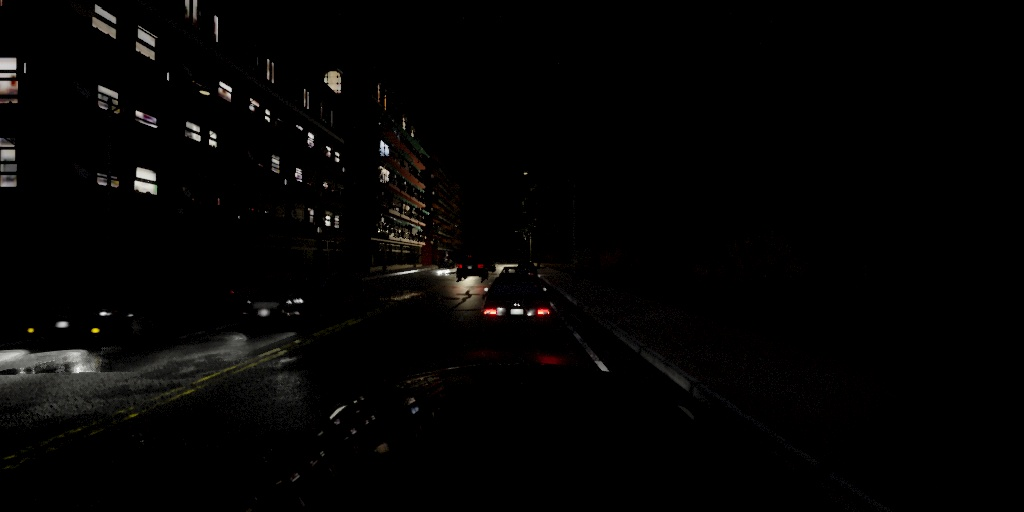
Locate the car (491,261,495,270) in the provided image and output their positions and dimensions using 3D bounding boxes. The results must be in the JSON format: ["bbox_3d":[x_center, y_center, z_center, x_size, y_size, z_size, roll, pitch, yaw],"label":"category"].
[{"bbox_3d":[-3.117,1.317,45.355,1.994,1.385,4.181,0,0,-1],"label":"car"}]

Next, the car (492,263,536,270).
[{"bbox_3d":[0.111,1.301,20.934,2.033,1.411,5.357,0,0,0],"label":"car"}]

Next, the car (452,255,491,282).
[{"bbox_3d":[-3.130,0.971,29.100,2.150,2.045,5.566,0,-1,0],"label":"car"}]

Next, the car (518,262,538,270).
[{"bbox_3d":[1.155,1.259,30.702,1.837,1.490,4.892,0,0,0],"label":"car"}]

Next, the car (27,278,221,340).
[{"bbox_3d":[-9.845,1.315,9.837,1.994,1.385,4.181,0,0,0],"label":"car"}]

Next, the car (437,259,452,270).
[{"bbox_3d":[-9.812,1.244,53.319,2.128,1.511,4.902,0,0,0],"label":"car"}]

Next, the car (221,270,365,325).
[{"bbox_3d":[-6.595,1.243,11.979,2.128,1.511,4.902,0,0,0],"label":"car"}]

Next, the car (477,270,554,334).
[{"bbox_3d":[0.107,1.299,10.573,2.033,1.411,5.357,0,0,0],"label":"car"}]
